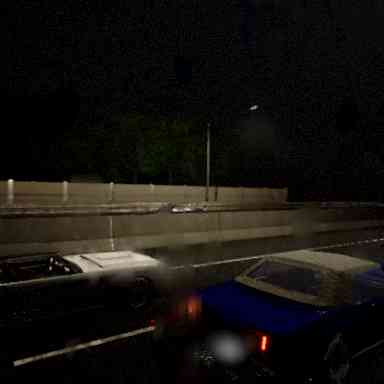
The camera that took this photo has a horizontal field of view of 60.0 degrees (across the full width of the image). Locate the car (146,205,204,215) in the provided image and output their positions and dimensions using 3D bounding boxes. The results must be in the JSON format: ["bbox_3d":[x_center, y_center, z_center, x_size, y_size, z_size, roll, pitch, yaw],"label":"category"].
[{"bbox_3d":[-1.355,1.789,28.697,5.357,1.411,2.033,1,-1,-35],"label":"car"}]

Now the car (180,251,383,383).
[{"bbox_3d":[2.252,1.653,5.352,4.718,1.301,1.895,1,0,-35],"label":"car"}]

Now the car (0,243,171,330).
[{"bbox_3d":[-2.764,1.612,6.073,4.718,1.301,1.895,1,0,-35],"label":"car"}]
